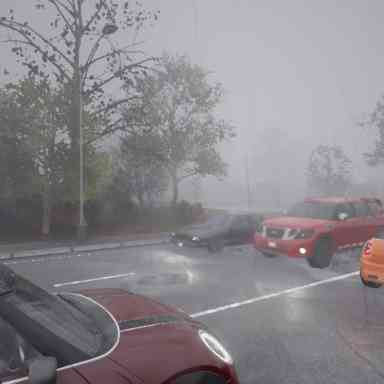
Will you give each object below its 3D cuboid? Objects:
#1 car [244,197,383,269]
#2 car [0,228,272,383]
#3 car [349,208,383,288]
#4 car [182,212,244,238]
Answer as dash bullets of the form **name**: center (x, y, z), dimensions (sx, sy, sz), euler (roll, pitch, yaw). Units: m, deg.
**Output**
- **car**: center (4.689, 1.221, 11.563), dimensions (5.566, 2.045, 2.150), euler (0, 0, -34)
- **car**: center (-1.777, 1.352, 2.444), dimensions (4.553, 1.767, 2.097), euler (0, 0, -36)
- **car**: center (6.089, 1.352, 7.997), dimensions (4.553, 1.767, 2.097), euler (0, 0, -35)
- **car**: center (1.759, 1.547, 13.769), dimensions (5.357, 1.411, 2.033), euler (0, 0, -35)
